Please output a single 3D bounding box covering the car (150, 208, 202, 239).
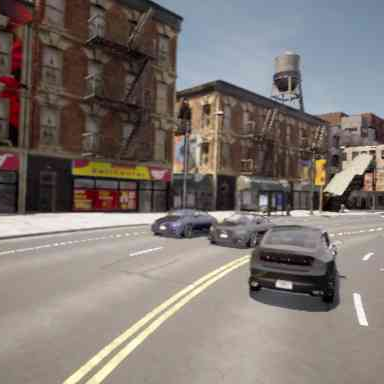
[{"bbox_3d":[-0.264,1.586,17.675,1.994,1.385,4.181,2,0,35],"label":"car"}]

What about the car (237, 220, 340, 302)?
[{"bbox_3d":[2.825,1.638,8.848,1.837,1.490,4.892,2,0,24],"label":"car"}]

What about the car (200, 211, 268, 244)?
[{"bbox_3d":[2.472,1.695,15.535,1.994,1.385,4.181,2,0,35],"label":"car"}]
